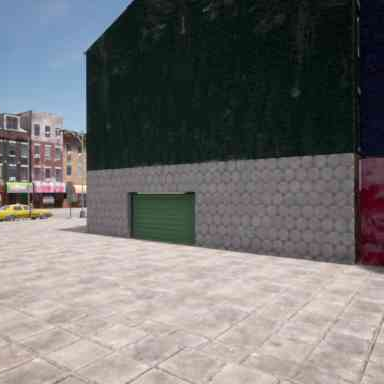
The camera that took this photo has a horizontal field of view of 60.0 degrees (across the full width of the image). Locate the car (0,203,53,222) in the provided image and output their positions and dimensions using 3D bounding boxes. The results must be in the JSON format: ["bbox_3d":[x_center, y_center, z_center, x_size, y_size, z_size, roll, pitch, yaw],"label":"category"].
[{"bbox_3d":[-13.532,1.581,26.402,1.752,1.417,4.829,-1,-1,36],"label":"car"}]
